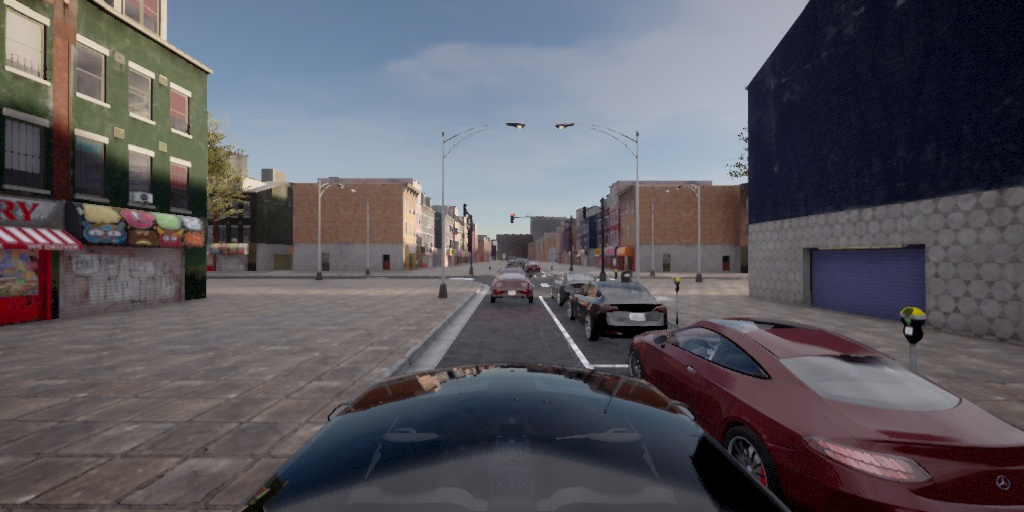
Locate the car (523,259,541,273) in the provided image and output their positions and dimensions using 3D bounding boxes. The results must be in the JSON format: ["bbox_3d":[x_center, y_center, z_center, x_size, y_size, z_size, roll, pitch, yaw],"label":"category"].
[{"bbox_3d":[2.638,1.352,44.342,1.888,1.381,4.507,0,0,0],"label":"car"}]

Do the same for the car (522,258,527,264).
[{"bbox_3d":[2.638,1.348,50.191,1.751,1.417,4.829,0,0,0],"label":"car"}]

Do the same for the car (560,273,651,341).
[{"bbox_3d":[2.638,1.317,9.637,1.948,1.339,4.313,0,0,0],"label":"car"}]

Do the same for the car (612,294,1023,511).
[{"bbox_3d":[2.638,1.331,3.963,1.802,1.307,4.207,0,0,0],"label":"car"}]

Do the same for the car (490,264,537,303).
[{"bbox_3d":[0.000,1.291,16.500,1.812,1.442,4.674,0,0,0],"label":"car"}]

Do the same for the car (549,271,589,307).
[{"bbox_3d":[2.638,1.306,15.312,2.007,1.370,4.403,0,0,0],"label":"car"}]

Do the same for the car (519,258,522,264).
[{"bbox_3d":[2.638,1.426,61.380,1.948,1.339,4.313,0,0,0],"label":"car"}]
